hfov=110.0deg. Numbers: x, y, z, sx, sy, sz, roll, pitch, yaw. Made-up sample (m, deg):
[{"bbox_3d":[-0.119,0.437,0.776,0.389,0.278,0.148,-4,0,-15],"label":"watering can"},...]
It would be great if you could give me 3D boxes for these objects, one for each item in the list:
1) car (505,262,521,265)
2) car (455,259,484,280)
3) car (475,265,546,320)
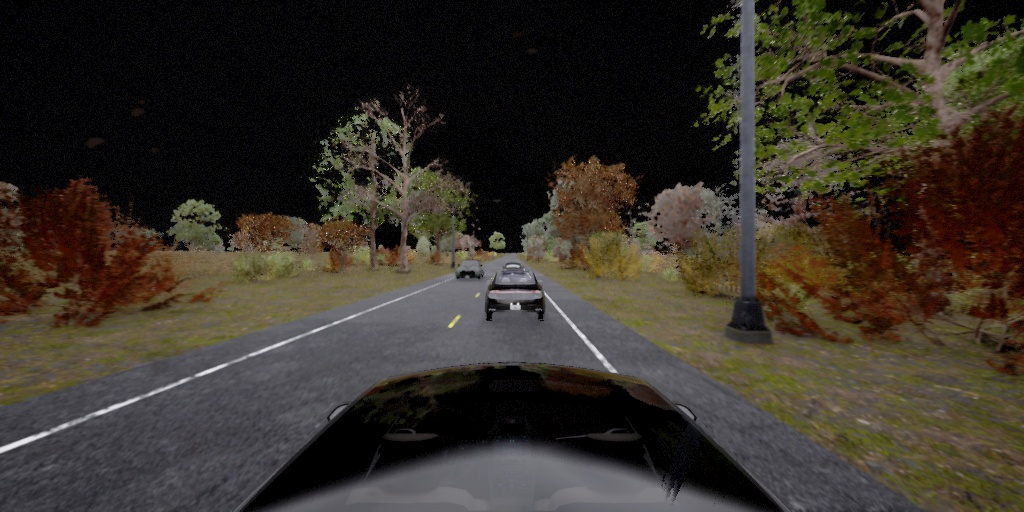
[{"bbox_3d":[0.095,1.265,30.557,1.812,1.442,4.674,0,0,0],"label":"car"},{"bbox_3d":[-3.571,1.090,31.023,2.097,1.767,4.553,0,0,0],"label":"car"},{"bbox_3d":[0.098,1.241,12.567,2.128,1.511,4.902,0,0,0],"label":"car"}]
